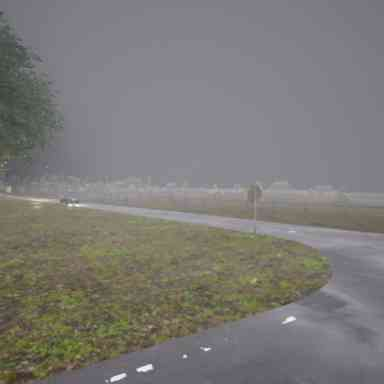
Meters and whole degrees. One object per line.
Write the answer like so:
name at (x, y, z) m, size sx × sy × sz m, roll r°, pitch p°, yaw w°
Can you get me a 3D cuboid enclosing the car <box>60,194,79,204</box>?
car at (-18.483, 0.996, 50.110) m, size 2.128 × 1.511 × 4.902 m, roll 2°, pitch -1°, yaw -35°
